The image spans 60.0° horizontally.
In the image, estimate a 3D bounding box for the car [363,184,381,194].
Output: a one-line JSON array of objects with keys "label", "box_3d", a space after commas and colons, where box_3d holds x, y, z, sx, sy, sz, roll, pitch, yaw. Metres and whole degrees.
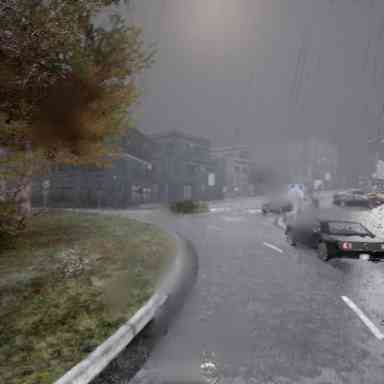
[{"label": "car", "box_3d": [37.544, -0.623, 69.181, 2.097, 1.767, 4.553, -1, 2, 44]}]

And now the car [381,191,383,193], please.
[{"label": "car", "box_3d": [20.958, 0.952, 40.337, 4.674, 1.452, 2.002, -1, 2, 24]}]

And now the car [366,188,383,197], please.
[{"label": "car", "box_3d": [33.169, 0.105, 60.034, 1.994, 1.385, 4.181, -1, 2, 44]}]

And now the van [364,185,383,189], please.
[{"label": "van", "box_3d": [25.307, 0.439, 44.642, 4.442, 1.987, 1.878, -1, 2, 24]}]

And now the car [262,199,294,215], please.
[{"label": "car", "box_3d": [8.806, 1.497, 33.987, 2.128, 1.511, 4.902, 0, 2, 37]}]

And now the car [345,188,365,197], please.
[{"label": "car", "box_3d": [30.258, 0.085, 61.705, 1.882, 1.535, 5.008, -1, 2, 44]}]

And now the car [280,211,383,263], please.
[{"label": "car", "box_3d": [5.052, 1.648, 12.227, 1.895, 1.301, 4.718, 2, 0, -4]}]

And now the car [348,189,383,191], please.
[{"label": "car", "box_3d": [22.910, 0.787, 42.591, 5.366, 1.575, 1.946, -1, 2, 24]}]

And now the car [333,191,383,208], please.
[{"label": "car", "box_3d": [18.827, 1.036, 38.167, 4.892, 1.521, 2.231, -1, 2, 24]}]
